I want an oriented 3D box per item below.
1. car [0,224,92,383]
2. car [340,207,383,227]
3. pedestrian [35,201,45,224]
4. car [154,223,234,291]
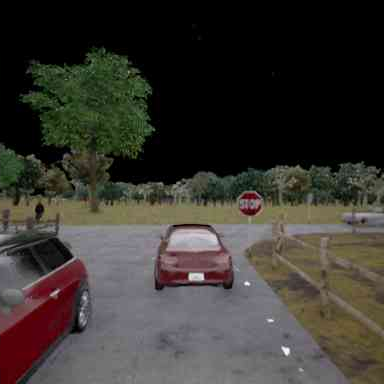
[{"bbox_3d":[-2.796,1.378,3.833,2.097,1.767,4.553,0,0,1],"label":"car"},{"bbox_3d":[13.014,1.734,23.264,4.718,1.301,1.895,0,-2,0],"label":"car"},{"bbox_3d":[-12.117,1.578,26.332,0.375,1.860,0.375,0,-2,0],"label":"pedestrian"},{"bbox_3d":[-0.024,1.591,9.135,1.812,1.442,4.674,0,0,-3],"label":"car"}]
